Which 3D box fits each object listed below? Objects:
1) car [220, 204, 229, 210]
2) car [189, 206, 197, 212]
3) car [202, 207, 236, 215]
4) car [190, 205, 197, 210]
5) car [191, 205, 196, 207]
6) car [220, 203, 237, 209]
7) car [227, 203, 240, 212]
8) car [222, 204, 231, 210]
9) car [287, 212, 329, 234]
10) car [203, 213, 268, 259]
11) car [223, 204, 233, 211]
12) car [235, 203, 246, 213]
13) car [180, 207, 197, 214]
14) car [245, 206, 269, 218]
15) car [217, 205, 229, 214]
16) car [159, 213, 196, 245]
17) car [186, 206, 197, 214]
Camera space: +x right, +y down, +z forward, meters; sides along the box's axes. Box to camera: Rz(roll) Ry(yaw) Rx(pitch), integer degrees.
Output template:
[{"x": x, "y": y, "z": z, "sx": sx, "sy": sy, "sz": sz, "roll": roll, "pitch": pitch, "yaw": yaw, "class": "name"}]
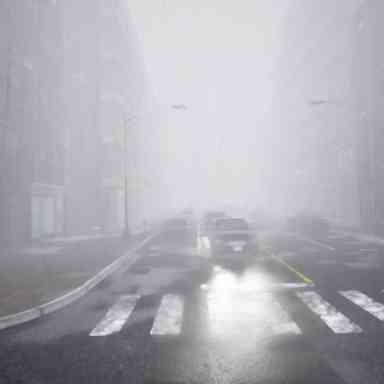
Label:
[{"x": 8.831, "y": 4.018, "z": 90.763, "sx": 1.887, "sy": 1.381, "sz": 4.507, "roll": -1, "pitch": -2, "yaw": 1, "class": "car"}, {"x": 0.261, "y": 3.952, "z": 79.538, "sx": 1.802, "sy": 1.307, "sz": 4.206, "roll": -1, "pitch": -2, "yaw": 1, "class": "car"}, {"x": 1.913, "y": 2.208, "z": 25.174, "sx": 1.882, "sy": 1.535, "sz": 5.008, "roll": -2, "pitch": -2, "yaw": 1, "class": "car"}, {"x": 0.456, "y": 4.267, "z": 90.897, "sx": 1.947, "sy": 1.339, "sz": 4.313, "roll": -1, "pitch": -2, "yaw": 1, "class": "car"}, {"x": -0.424, "y": 2.660, "z": 39.787, "sx": 1.967, "sy": 1.590, "sz": 4.097, "roll": -1, "pitch": -2, "yaw": 1, "class": "car"}, {"x": 5.566, "y": 2.766, "z": 51.868, "sx": 2.097, "sy": 1.767, "sz": 4.553, "roll": -2, "pitch": -2, "yaw": 1, "class": "car"}, {"x": 8.436, "y": 3.128, "z": 68.053, "sx": 2.192, "sy": 1.841, "sz": 5.009, "roll": -1, "pitch": -2, "yaw": 1, "class": "car"}, {"x": 8.736, "y": 3.838, "z": 85.255, "sx": 1.752, "sy": 1.417, "sz": 4.829, "roll": -1, "pitch": -2, "yaw": 1, "class": "car"}, {"x": 7.765, "y": 2.044, "z": 22.614, "sx": 1.887, "sy": 1.381, "sz": 4.507, "roll": -1, "pitch": -2, "yaw": 1, "class": "car"}, {"x": 1.734, "y": 1.925, "z": 14.836, "sx": 2.128, "sy": 1.511, "sz": 4.902, "roll": -2, "pitch": -2, "yaw": 1, "class": "car"}, {"x": 8.636, "y": 3.693, "z": 79.405, "sx": 2.008, "sy": 1.369, "sz": 4.403, "roll": -1, "pitch": -2, "yaw": 1, "class": "car"}, {"x": 8.151, "y": 2.850, "z": 51.178, "sx": 1.752, "sy": 1.417, "sz": 4.829, "roll": -1, "pitch": -2, "yaw": 1, "class": "car"}, {"x": -0.519, "y": 2.607, "z": 34.104, "sx": 2.008, "sy": 1.369, "sz": 4.403, "roll": -1, "pitch": -2, "yaw": 1, "class": "car"}, {"x": 7.956, "y": 2.523, "z": 39.820, "sx": 1.752, "sy": 1.417, "sz": 4.829, "roll": -1, "pitch": -2, "yaw": 1, "class": "car"}, {"x": 5.740, "y": 3.178, "z": 61.796, "sx": 1.882, "sy": 1.535, "sz": 5.008, "roll": -2, "pitch": -2, "yaw": 1, "class": "car"}, {"x": -0.901, "y": 2.182, "z": 19.405, "sx": 1.887, "sy": 1.381, "sz": 4.507, "roll": -1, "pitch": -2, "yaw": 1, "class": "car"}, {"x": -0.032, "y": 3.442, "z": 62.501, "sx": 1.947, "sy": 1.339, "sz": 4.313, "roll": -1, "pitch": -2, "yaw": 1, "class": "car"}]
